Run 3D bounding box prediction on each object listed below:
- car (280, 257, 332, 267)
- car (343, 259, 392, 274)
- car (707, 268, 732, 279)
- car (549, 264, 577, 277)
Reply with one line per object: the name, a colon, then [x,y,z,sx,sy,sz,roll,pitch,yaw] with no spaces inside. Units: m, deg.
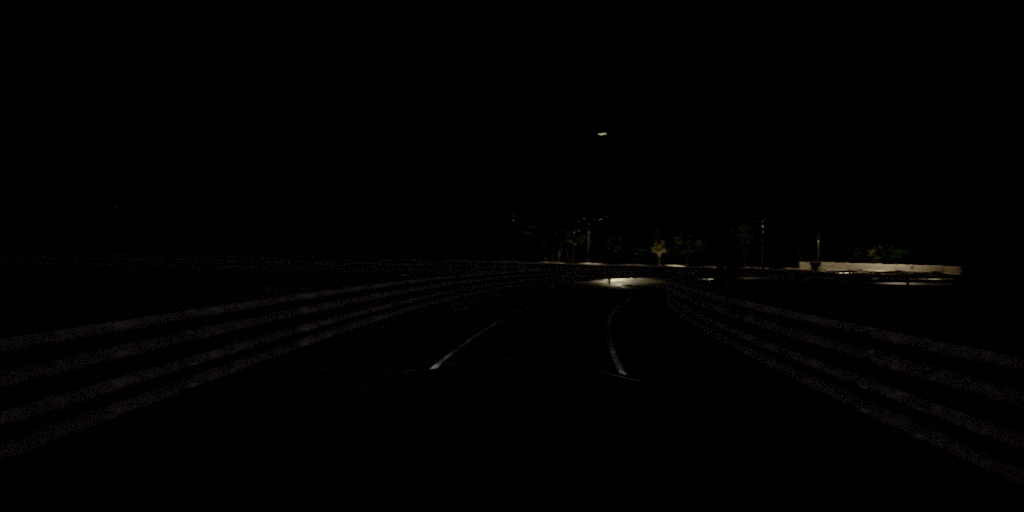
car: [-24.697,0.870,43.099,5.357,1.411,2.033,2,0,-15]
car: [-15.387,1.094,38.288,4.892,1.490,1.837,2,0,-14]
car: [27.966,2.347,48.367,4.674,1.442,1.812,2,0,-12]
car: [5.737,1.739,43.442,5.357,1.411,2.033,2,0,-13]
